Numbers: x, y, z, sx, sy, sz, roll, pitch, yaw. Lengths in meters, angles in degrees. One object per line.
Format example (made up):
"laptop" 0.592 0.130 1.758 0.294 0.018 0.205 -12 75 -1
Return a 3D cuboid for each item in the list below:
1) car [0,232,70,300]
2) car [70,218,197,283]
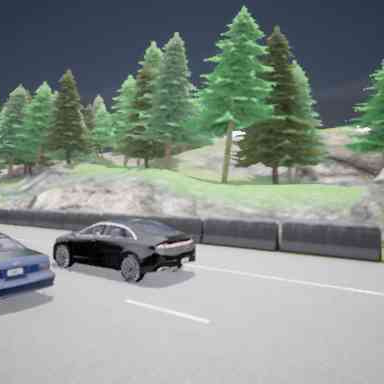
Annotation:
"car" -5.449 1.604 7.874 5.357 1.411 2.033 0 0 35
"car" -2.151 1.539 9.821 4.902 1.511 2.128 0 0 35
